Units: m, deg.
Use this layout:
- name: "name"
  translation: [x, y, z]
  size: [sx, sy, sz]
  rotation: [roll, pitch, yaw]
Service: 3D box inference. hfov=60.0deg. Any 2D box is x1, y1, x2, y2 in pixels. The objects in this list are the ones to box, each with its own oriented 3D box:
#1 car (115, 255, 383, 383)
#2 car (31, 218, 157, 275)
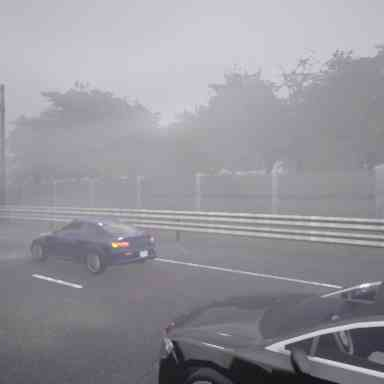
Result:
- name: "car"
  translation: [1.876, 1.492, 2.636]
  size: [4.902, 1.511, 2.128]
  rotation: [0, 0, 36]
- name: "car"
  translation: [-3.176, 1.533, 10.460]
  size: [4.674, 1.442, 1.812]
  rotation: [0, 0, 36]
